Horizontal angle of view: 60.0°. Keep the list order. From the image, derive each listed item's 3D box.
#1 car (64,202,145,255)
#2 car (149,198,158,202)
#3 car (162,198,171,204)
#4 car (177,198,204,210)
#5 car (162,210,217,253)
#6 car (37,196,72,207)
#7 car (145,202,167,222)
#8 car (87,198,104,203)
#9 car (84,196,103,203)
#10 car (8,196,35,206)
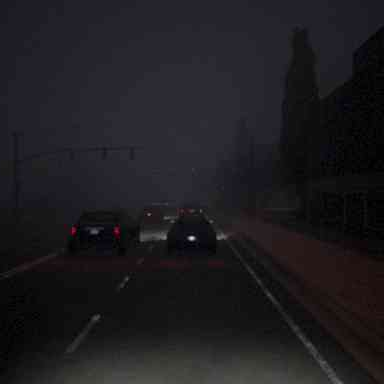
[{"bbox_3d":[-3.508,1.482,14.087,2.097,1.767,4.553,0,-1,0],"label":"car"},{"bbox_3d":[-10.057,2.307,87.115,1.837,1.490,4.892,0,-1,1],"label":"car"},{"bbox_3d":[-6.558,2.358,87.025,1.994,1.385,4.181,0,-1,1],"label":"car"},{"bbox_3d":[-0.016,1.621,29.115,2.097,1.767,4.553,0,-1,0],"label":"car"},{"bbox_3d":[-0.006,1.697,14.262,1.994,1.385,4.181,0,-1,0],"label":"car"},{"bbox_3d":[-25.010,1.717,60.589,4.605,1.855,1.932,0,-1,0],"label":"car"},{"bbox_3d":[-3.536,1.838,29.341,1.994,1.385,4.181,0,0,0],"label":"car"},{"bbox_3d":[-24.982,2.194,85.999,3.806,1.475,1.970,0,-1,0],"label":"car"},{"bbox_3d":[-24.993,1.928,83.106,3.866,1.878,1.905,0,-1,0],"label":"car"},{"bbox_3d":[-42.513,1.926,83.085,4.605,1.855,1.932,0,-1,0],"label":"car"}]
